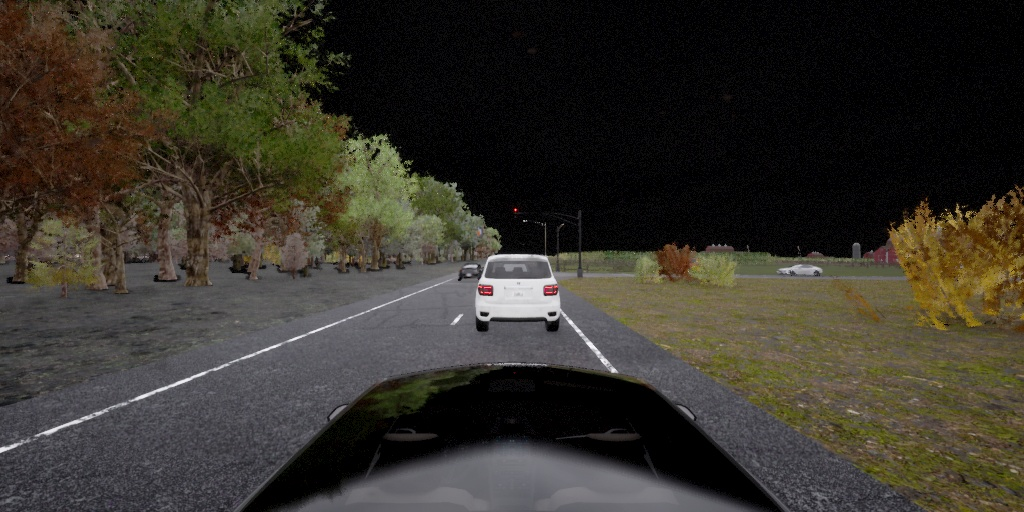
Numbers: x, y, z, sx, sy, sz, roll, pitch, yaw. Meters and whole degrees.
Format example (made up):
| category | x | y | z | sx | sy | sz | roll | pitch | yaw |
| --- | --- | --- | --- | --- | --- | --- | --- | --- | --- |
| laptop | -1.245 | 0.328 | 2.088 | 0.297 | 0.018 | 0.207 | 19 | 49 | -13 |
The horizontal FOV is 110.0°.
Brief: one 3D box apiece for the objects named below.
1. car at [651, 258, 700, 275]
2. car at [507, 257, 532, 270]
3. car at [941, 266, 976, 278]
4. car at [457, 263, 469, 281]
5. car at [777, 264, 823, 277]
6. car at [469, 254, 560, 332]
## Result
| category | x | y | z | sx | sy | sz | roll | pitch | yaw |
| --- | --- | --- | --- | --- | --- | --- | --- | --- | --- |
| car | 19.636 | 1.237 | 42.882 | 5.566 | 2.045 | 2.150 | 0 | -1 | 0 |
| car | 1.027 | 1.109 | 52.084 | 2.097 | 1.767 | 4.553 | 0 | 0 | -20 |
| car | 49.014 | 1.848 | 39.081 | 4.181 | 1.385 | 1.994 | 1 | -1 | 0 |
| car | -3.340 | 1.282 | 30.146 | 1.812 | 1.442 | 4.674 | 0 | 0 | 0 |
| car | 34.292 | 1.709 | 42.776 | 4.674 | 1.442 | 1.812 | 0 | -1 | 1 |
| car | 0.128 | 0.974 | 11.050 | 2.150 | 2.045 | 5.566 | 0 | 0 | -1 |
